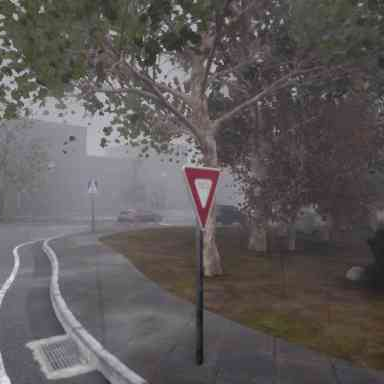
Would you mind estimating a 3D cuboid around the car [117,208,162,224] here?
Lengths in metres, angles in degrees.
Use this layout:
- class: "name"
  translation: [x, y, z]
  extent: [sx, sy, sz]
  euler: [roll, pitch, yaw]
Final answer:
- class: "car"
  translation: [-4.564, 2.130, 29.571]
  extent: [1.994, 1.385, 4.181]
  euler: [0, -4, 37]

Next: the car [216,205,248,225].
- class: "car"
  translation: [3.680, 2.400, 34.369]
  extent: [2.150, 2.045, 5.566]
  euler: [0, -4, 42]

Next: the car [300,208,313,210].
- class: "car"
  translation: [16.642, 3.721, 53.013]
  extent: [2.150, 2.045, 5.566]
  euler: [0, -2, 43]

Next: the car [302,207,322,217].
- class: "car"
  translation: [27.857, 4.658, 77.226]
  extent: [2.435, 2.045, 5.566]
  euler: [0, -2, 43]

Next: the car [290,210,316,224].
- class: "car"
  translation: [16.090, 3.806, 47.787]
  extent: [1.882, 1.535, 5.008]
  euler: [0, -3, 43]

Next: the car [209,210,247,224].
- class: "car"
  translation: [4.382, 2.983, 39.755]
  extent: [1.837, 1.490, 4.892]
  euler: [0, -4, 43]
